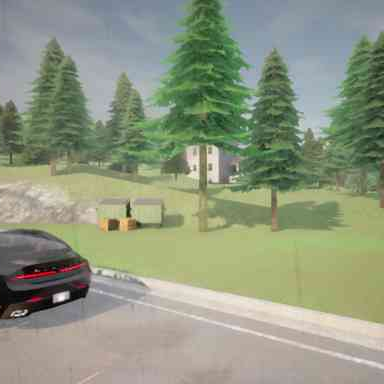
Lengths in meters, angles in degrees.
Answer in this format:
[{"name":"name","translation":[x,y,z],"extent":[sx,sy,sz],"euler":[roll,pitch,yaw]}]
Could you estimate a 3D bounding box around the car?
[{"name":"car","translation":[-4.145,1.512,6.949],"extent":[4.892,1.490,1.837],"euler":[0,0,35]}]
